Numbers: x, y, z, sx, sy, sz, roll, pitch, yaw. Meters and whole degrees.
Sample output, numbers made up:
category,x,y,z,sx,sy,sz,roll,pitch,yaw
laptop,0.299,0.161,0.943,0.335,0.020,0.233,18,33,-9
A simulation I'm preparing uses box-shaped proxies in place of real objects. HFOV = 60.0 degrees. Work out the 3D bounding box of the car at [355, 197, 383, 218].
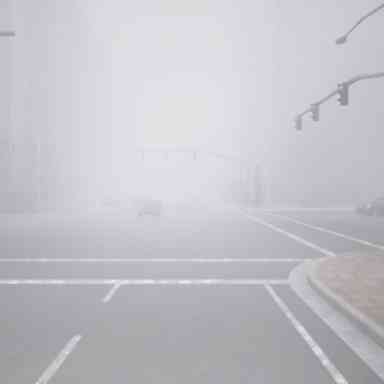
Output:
category,x,y,z,sx,sy,sz,roll,pitch,yaw
car,16.043,1.161,27.512,4.553,1.767,2.097,0,0,0

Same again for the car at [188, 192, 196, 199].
category,x,y,z,sx,sy,sz,roll,pitch,yaw
car,0.003,0.805,82.312,1.882,1.535,5.008,0,0,0

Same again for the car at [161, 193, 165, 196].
category,x,y,z,sx,sy,sz,roll,pitch,yaw
car,-6.998,0.966,73.788,2.033,1.411,5.357,0,0,0

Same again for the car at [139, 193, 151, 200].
category,x,y,z,sx,sy,sz,roll,pitch,yaw
car,-10.498,0.968,74.074,1.994,1.385,4.181,0,0,0

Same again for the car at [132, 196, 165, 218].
category,x,y,z,sx,sy,sz,roll,pitch,yaw
car,-3.399,1.352,28.144,2.033,1.411,5.357,0,0,0

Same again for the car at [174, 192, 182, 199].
category,x,y,z,sx,sy,sz,roll,pitch,yaw
car,-3.497,0.851,82.313,1.812,1.442,4.674,0,0,0

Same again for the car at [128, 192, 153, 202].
category,x,y,z,sx,sy,sz,roll,pitch,yaw
car,-7.075,1.159,45.994,1.882,1.535,5.008,0,1,0

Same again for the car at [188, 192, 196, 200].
category,x,y,z,sx,sy,sz,roll,pitch,yaw
car,0.002,0.972,72.917,1.882,1.535,5.008,0,0,0

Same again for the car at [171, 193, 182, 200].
category,x,y,z,sx,sy,sz,roll,pitch,yaw
car,-3.498,1.041,73.772,1.994,1.385,4.181,0,0,0

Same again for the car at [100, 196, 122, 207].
category,x,y,z,sx,sy,sz,roll,pitch,yaw
car,-10.582,1.261,43.637,1.994,1.385,4.181,0,0,0

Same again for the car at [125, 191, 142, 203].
category,x,y,z,sx,sy,sz,roll,pitch,yaw
car,-10.538,1.082,59.147,2.128,1.511,4.902,0,0,0

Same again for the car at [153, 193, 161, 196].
category,x,y,z,sx,sy,sz,roll,pitch,yaw
car,-7.047,1.074,58.368,1.882,1.535,5.008,0,0,0
